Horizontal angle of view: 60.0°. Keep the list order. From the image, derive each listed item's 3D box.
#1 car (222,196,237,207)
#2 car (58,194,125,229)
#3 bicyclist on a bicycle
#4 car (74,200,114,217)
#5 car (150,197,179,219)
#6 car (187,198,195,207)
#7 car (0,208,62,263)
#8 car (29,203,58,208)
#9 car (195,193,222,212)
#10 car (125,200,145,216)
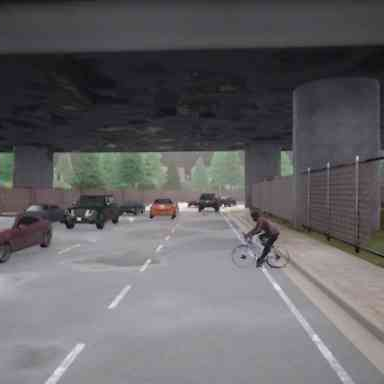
[{"bbox_3d":[5.344,1.432,50.282,1.837,1.490,4.892,0,0,23],"label":"car"},{"bbox_3d":[-6.298,1.188,21.635,2.150,2.045,5.566,0,0,2],"label":"car"},{"bbox_3d":[1.965,1.403,9.535,1.656,1.620,0.582,0,0,2],"label":"bicyclist on a bicycle"},{"bbox_3d":[-9.308,1.498,32.155,2.033,1.411,5.357,0,0,3],"label":"car"},{"bbox_3d":[-2.313,1.309,29.002,2.097,1.767,4.553,0,0,2],"label":"car"},{"bbox_3d":[0.863,1.529,48.682,1.895,1.301,4.718,0,0,18],"label":"car"},{"bbox_3d":[-6.691,1.506,11.992,1.812,1.442,4.674,0,0,2],"label":"car"},{"bbox_3d":[-9.799,1.491,21.829,1.812,1.442,4.674,0,0,2],"label":"car"},{"bbox_3d":[2.047,1.167,38.985,2.150,2.045,5.566,0,0,8],"label":"car"},{"bbox_3d":[-5.803,1.499,32.134,2.033,1.411,5.357,0,0,3],"label":"car"}]
